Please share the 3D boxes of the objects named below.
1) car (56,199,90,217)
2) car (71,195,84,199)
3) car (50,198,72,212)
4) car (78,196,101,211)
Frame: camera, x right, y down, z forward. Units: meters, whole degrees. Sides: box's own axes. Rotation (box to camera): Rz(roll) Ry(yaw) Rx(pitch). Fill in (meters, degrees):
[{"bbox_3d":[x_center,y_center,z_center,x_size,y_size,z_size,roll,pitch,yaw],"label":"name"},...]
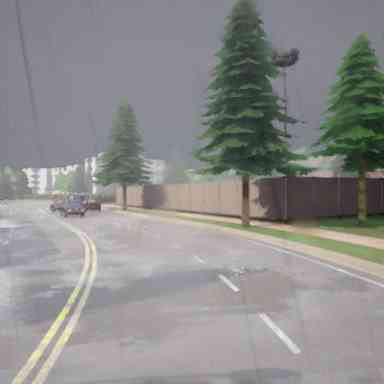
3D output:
[{"bbox_3d":[-12.004,1.737,33.332,2.033,1.411,5.357,0,0,-28],"label":"car"},{"bbox_3d":[-17.876,1.509,51.778,2.150,2.045,5.566,0,0,-27],"label":"car"},{"bbox_3d":[-16.985,1.805,42.671,2.033,1.411,5.357,0,0,-28],"label":"car"},{"bbox_3d":[-13.042,1.699,42.806,1.882,1.535,5.008,0,0,-28],"label":"car"}]
